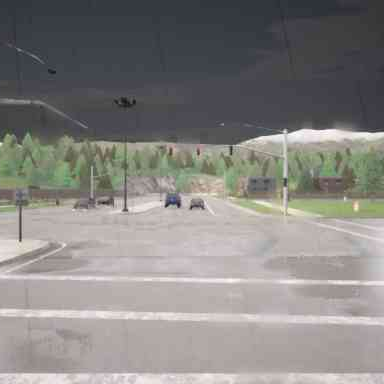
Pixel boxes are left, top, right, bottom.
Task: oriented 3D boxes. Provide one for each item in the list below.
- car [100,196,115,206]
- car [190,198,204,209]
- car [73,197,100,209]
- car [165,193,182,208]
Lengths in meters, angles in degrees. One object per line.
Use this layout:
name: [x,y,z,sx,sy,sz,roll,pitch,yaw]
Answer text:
car: [-14.323,1.474,55.485,1.882,1.535,5.008,0,0,1]
car: [0.685,1.544,45.009,2.033,1.411,5.357,0,0,1]
car: [-14.491,1.502,45.176,1.837,1.490,4.892,0,0,1]
car: [-2.751,1.218,49.325,2.150,2.045,5.566,0,0,1]
